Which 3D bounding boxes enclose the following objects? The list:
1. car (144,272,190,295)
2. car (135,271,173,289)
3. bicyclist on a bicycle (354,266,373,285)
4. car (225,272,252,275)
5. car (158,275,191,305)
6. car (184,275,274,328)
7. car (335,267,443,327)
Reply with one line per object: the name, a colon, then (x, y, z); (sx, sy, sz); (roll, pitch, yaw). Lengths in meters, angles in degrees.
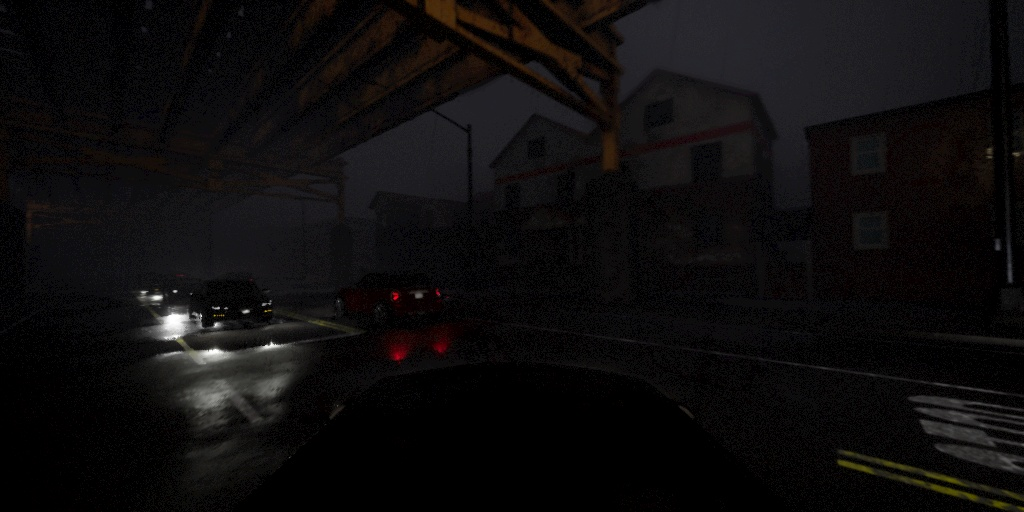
car: (-26.308, 2.127, 27.351); (4.181, 1.385, 1.994); (-2, -1, 41)
car: (-33.757, 2.282, 33.570); (4.892, 1.490, 1.837); (-1, -1, 37)
bicyclist on a bicycle: (-12.227, 1.657, 29.536); (0.582, 1.620, 1.656); (-2, -1, 42)
car: (-21.471, 1.994, 28.029); (4.892, 1.490, 1.837); (-2, -1, 42)
car: (-18.222, 1.923, 20.172); (4.718, 1.301, 1.895); (-2, -1, 42)
car: (-10.330, 1.593, 13.112); (4.892, 1.490, 1.837); (-2, -1, 42)
car: (-4.551, 1.338, 12.906); (4.553, 1.767, 2.097); (-2, -1, 42)
